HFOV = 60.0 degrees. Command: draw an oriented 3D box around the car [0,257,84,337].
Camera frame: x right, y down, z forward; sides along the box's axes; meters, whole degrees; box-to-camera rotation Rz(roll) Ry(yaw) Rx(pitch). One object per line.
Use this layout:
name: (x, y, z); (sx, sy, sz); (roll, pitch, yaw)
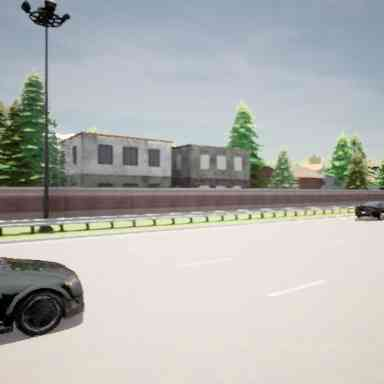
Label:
car: (-3.926, 1.564, 5.245); (4.181, 1.385, 1.994); (0, 0, -35)

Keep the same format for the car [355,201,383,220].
car: (15.569, 1.474, 27.728); (5.008, 1.535, 1.882); (0, 0, -35)
